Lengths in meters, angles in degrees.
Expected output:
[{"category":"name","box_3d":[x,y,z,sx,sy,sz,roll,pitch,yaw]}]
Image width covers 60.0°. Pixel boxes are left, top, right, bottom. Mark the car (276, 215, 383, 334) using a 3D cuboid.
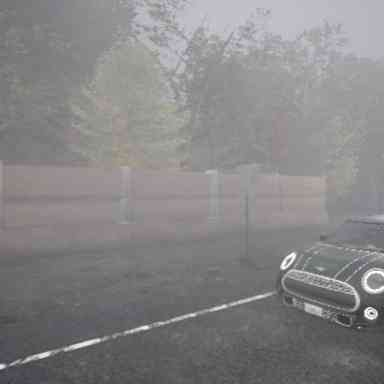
[{"category":"car","box_3d":[3.797,1.297,6.682,4.553,1.767,2.097,0,1,-36]}]
